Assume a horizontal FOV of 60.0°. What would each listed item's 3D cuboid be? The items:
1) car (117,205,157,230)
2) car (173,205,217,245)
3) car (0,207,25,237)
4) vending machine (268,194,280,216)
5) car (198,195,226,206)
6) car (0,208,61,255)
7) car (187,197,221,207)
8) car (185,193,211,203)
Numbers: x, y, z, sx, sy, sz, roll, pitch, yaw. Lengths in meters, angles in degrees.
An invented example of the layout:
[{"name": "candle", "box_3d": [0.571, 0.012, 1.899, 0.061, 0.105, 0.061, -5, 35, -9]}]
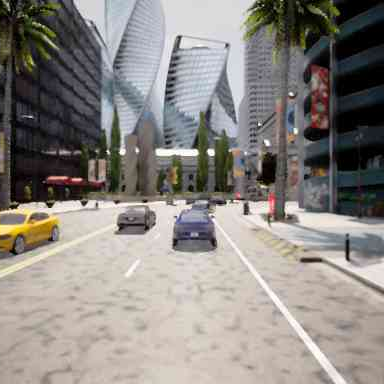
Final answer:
[{"name": "car", "box_3d": [-3.399, 1.551, 21.099, 2.033, 1.411, 5.357, 0, 0, 0]}, {"name": "car", "box_3d": [0.100, 1.528, 15.544, 1.812, 1.442, 4.674, 0, 0, 0]}, {"name": "car", "box_3d": [-10.588, 1.550, 16.327, 2.033, 1.411, 5.357, 0, 0, 0]}, {"name": "vending machine", "box_3d": [7.802, 1.201, 31.777, 1.100, 2.100, 0.880, 0, 0, 10]}, {"name": "car", "box_3d": [3.544, 1.610, 54.432, 1.895, 1.301, 4.718, 0, 0, 42]}, {"name": "car", "box_3d": [-7.082, 1.480, 13.551, 1.882, 1.535, 5.008, 0, 0, 0]}, {"name": "car", "box_3d": [1.354, 1.553, 35.934, 2.033, 1.411, 5.357, 0, 0, 14]}, {"name": "car", "box_3d": [1.273, 1.229, 57.175, 2.150, 2.045, 5.566, 0, 0, 42]}]
